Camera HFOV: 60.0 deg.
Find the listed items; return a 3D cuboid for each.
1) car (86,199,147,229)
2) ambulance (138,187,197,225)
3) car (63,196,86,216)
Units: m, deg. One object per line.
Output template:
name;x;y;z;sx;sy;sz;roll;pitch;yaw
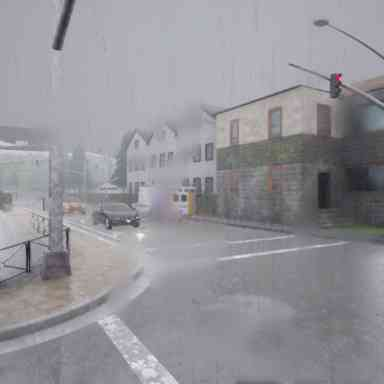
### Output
car;-4.782;1.365;20.475;1.837;1.490;4.892;0;0;-32
ambulance;-2.275;0.902;23.268;2.351;2.431;6.366;0;0;-32
car;-11.432;1.227;31.271;2.097;1.767;4.553;0;0;-32
